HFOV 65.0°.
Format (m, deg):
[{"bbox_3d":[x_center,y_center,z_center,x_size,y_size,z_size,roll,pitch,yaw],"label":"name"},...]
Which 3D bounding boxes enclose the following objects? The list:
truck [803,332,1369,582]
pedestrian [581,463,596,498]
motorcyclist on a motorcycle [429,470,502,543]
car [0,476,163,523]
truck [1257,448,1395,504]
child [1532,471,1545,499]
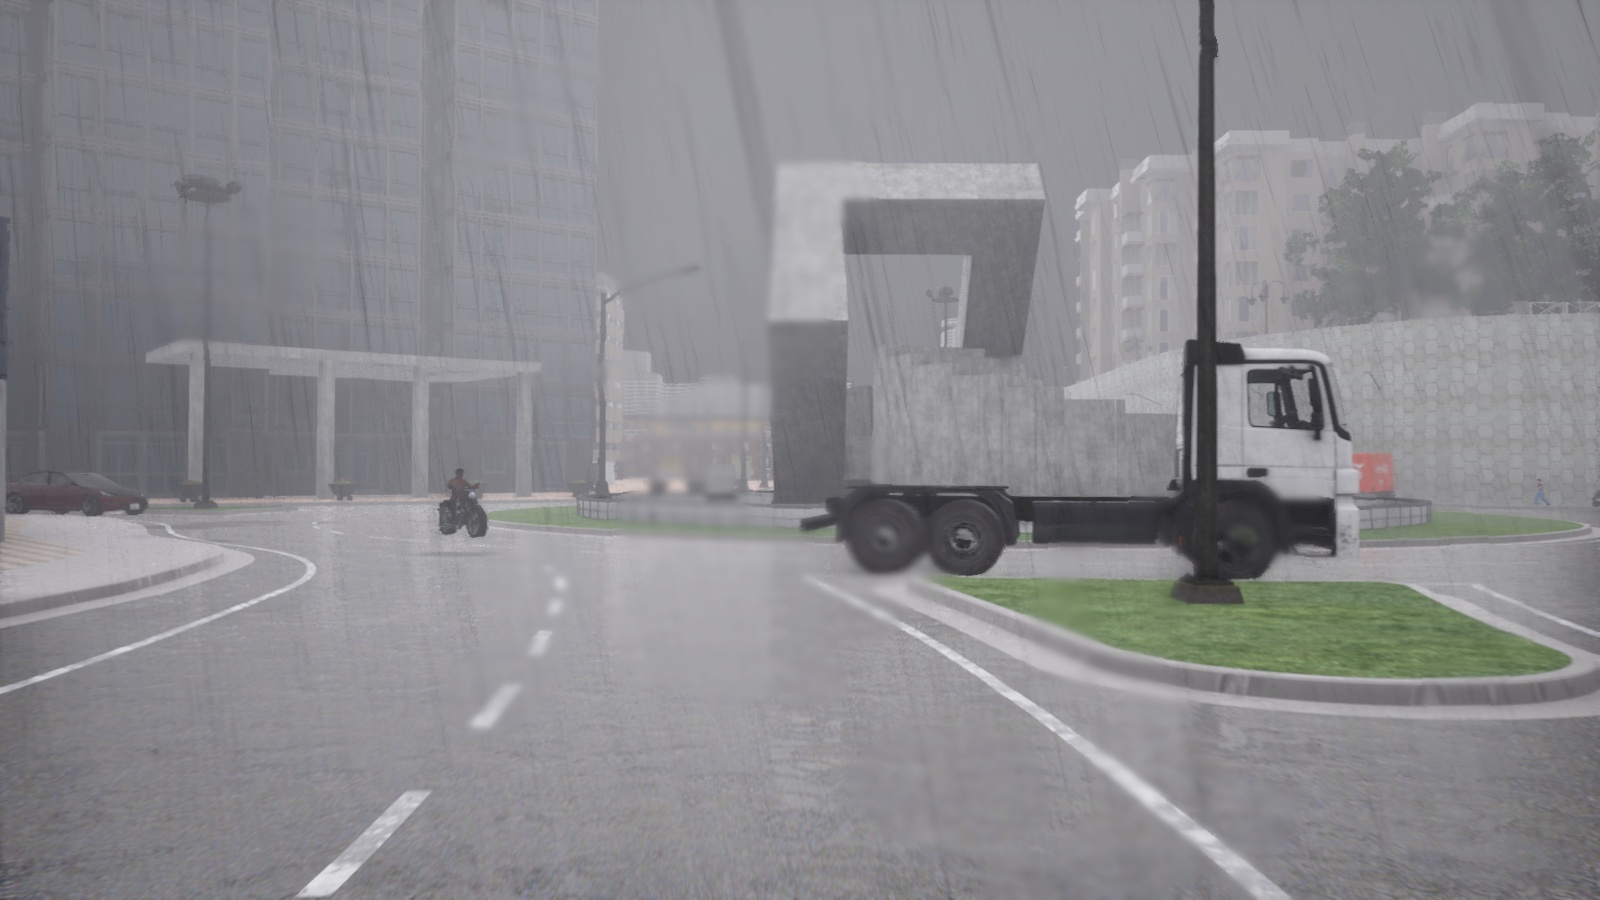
[{"bbox_3d":[4.219,0.142,19.532,7.936,3.462,2.891,0,-1,11],"label":"truck"},{"bbox_3d":[-11.212,1.633,66.600,0.694,1.848,0.540,0,-1,-18],"label":"pedestrian"},{"bbox_3d":[-7.859,1.290,29.431,0.766,1.649,2.350,1,-1,-39],"label":"motorcyclist on a motorcycle"},{"bbox_3d":[-23.716,1.603,41.226,4.792,1.488,2.163,-1,-1,16],"label":"car"},{"bbox_3d":[24.171,1.196,57.850,2.627,2.467,5.204,1,-1,-41],"label":"truck"},{"bbox_3d":[32.762,1.546,55.704,0.437,1.263,0.270,0,-1,8],"label":"child"}]
